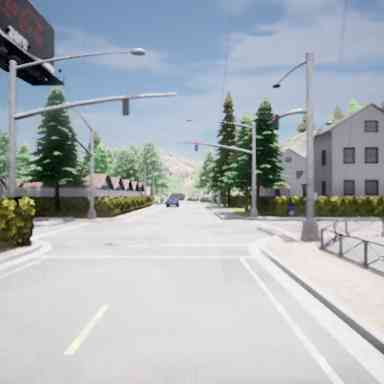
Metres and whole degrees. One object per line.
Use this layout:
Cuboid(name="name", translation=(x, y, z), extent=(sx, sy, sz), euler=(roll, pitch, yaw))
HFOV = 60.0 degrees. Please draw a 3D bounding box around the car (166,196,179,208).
Cuboid(name="car", translation=(-3.489, 1.777, 61.211), extent=(2.150, 2.045, 5.566), euler=(0, -1, 0))
